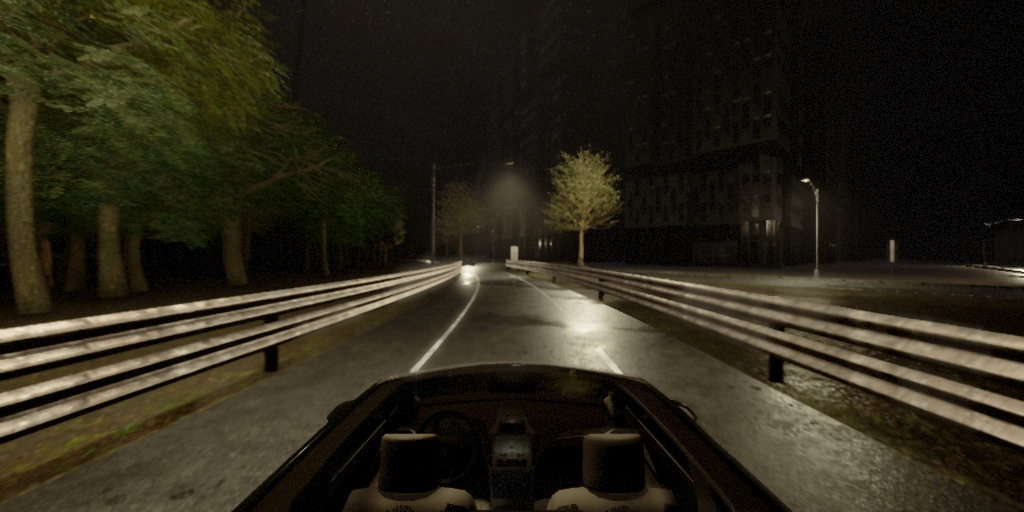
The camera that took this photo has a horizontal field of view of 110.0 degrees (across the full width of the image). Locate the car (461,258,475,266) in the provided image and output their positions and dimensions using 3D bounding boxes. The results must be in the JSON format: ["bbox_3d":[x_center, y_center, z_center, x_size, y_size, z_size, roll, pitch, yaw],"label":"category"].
[{"bbox_3d":[-7.562,1.026,60.235,1.994,1.385,4.181,0,0,-19],"label":"car"}]
